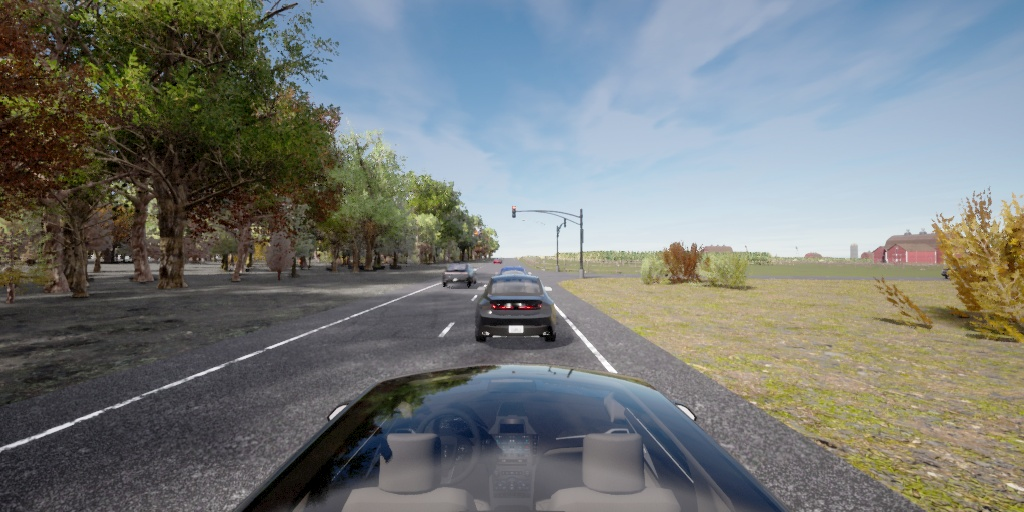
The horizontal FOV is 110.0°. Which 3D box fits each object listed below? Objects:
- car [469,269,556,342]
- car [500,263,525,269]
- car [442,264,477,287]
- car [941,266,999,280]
[{"bbox_3d":[0.078,1.257,9.773,1.837,1.490,4.892,0,0,0],"label":"car"},{"bbox_3d":[0.069,1.280,19.022,1.812,1.442,4.674,0,0,0],"label":"car"},{"bbox_3d":[-3.460,1.246,24.212,2.128,1.511,4.902,0,0,0],"label":"car"},{"bbox_3d":[48.419,1.768,37.793,4.902,1.511,2.128,1,-1,0],"label":"car"}]
